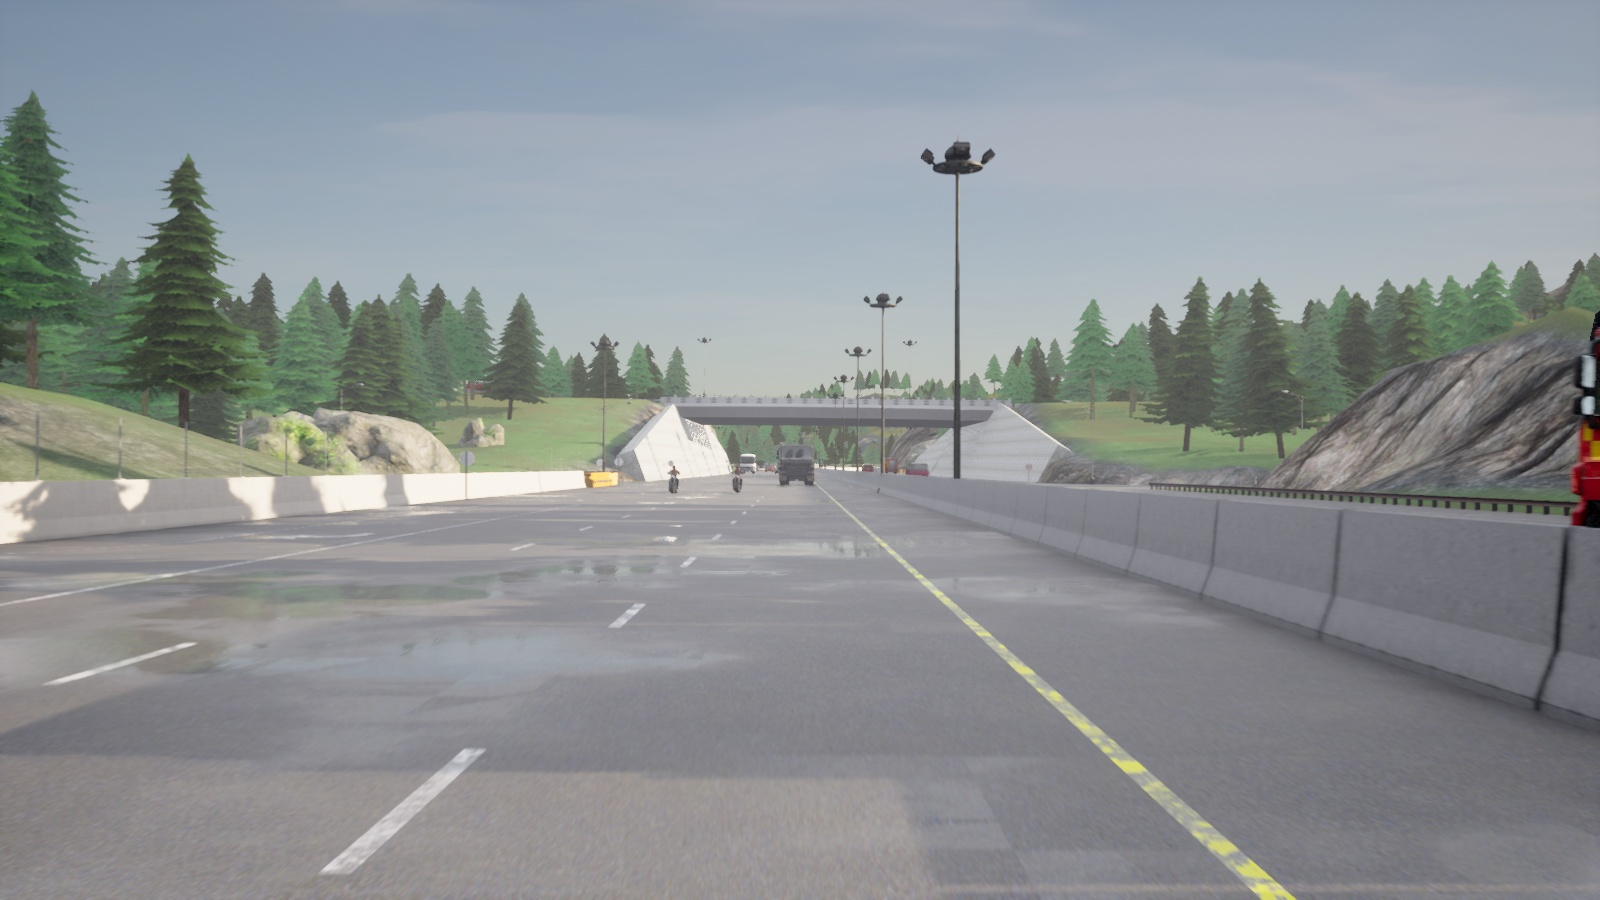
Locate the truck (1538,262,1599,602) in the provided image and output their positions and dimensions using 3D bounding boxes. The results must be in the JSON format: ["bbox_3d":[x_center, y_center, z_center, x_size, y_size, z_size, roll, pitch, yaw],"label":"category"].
[{"bbox_3d":[10.469,-0.250,11.068,2.891,3.827,8.468,0,-1,0],"label":"truck"}]
